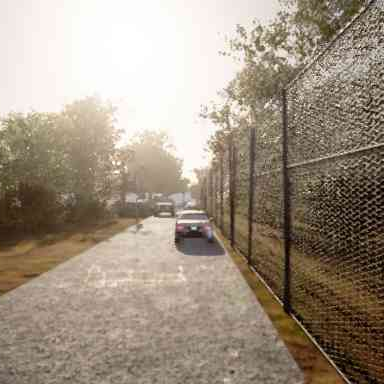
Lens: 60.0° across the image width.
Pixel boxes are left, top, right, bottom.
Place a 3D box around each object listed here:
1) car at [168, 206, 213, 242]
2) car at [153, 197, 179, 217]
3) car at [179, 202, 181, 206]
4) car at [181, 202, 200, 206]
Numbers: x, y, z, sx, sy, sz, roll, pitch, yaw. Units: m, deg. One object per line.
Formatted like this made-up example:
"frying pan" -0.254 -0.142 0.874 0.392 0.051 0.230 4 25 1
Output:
"car" 0.079 1.633 16.812 2.033 1.411 5.357 0 -1 0
"car" -2.947 1.587 36.406 2.150 2.045 5.566 0 -1 0
"car" -2.529 3.051 77.007 1.895 1.301 4.718 0 -2 3
"car" -0.009 1.929 38.406 1.812 1.442 4.674 0 -1 0
